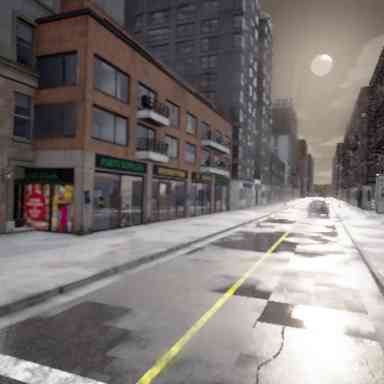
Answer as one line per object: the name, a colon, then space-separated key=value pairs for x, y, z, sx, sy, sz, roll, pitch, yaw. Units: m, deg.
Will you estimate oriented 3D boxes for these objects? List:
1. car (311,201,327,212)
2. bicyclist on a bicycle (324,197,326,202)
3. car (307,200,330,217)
car: x=17.652 y=1.971 z=46.028 sx=1.895 sy=1.301 sz=4.718 roll=2 pitch=0 yaw=22
bicyclist on a bicycle: x=32.845 y=2.017 z=82.289 sx=0.659 sy=1.776 sz=1.843 roll=2 pitch=0 yaw=22
car: x=13.658 y=1.642 z=35.827 sx=2.097 sy=1.767 sz=4.553 roll=2 pitch=0 yaw=22
